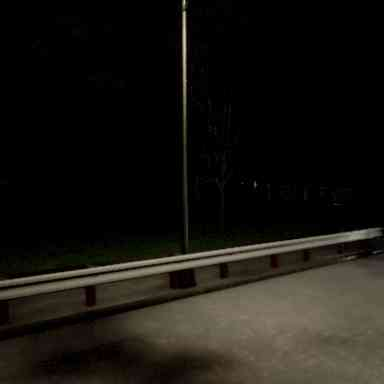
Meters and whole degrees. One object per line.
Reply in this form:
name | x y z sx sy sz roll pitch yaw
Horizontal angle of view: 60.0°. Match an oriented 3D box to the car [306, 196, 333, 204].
car | 20.774 1.277 54.199 1.994 1.385 4.181 0 0 -35
